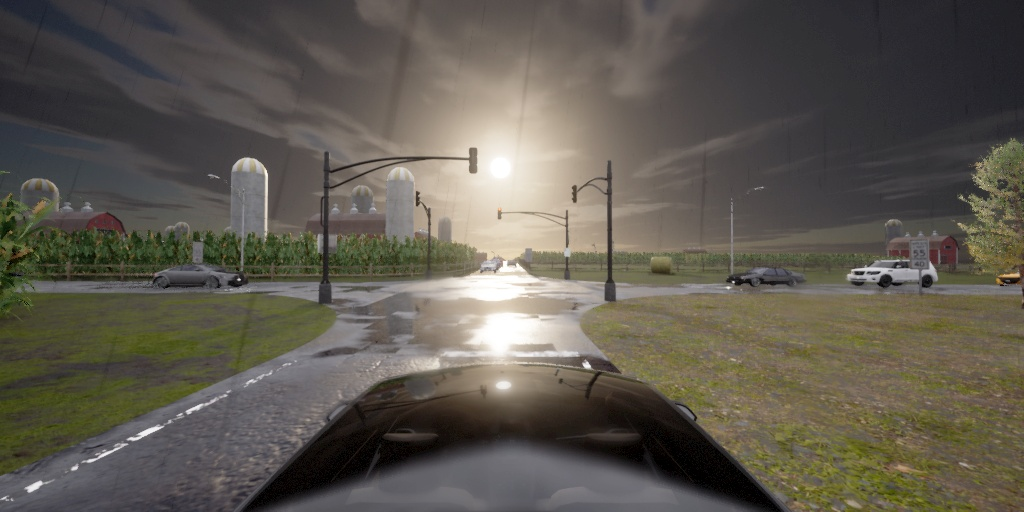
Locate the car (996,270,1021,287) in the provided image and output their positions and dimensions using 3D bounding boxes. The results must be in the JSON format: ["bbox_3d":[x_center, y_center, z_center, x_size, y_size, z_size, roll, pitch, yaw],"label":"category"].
[{"bbox_3d":[40.891,1.666,27.964,5.008,1.535,1.882,0,-1,-5],"label":"car"}]

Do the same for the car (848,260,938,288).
[{"bbox_3d":[28.655,1.291,27.050,5.566,2.045,2.150,1,-1,-4],"label":"car"}]

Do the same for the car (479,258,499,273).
[{"bbox_3d":[-2.827,1.312,43.405,1.812,1.442,4.674,0,0,-1],"label":"car"}]

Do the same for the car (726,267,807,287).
[{"bbox_3d":[18.670,1.525,26.339,5.357,1.411,2.033,1,-1,-8],"label":"car"}]

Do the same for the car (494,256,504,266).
[{"bbox_3d":[-2.904,1.295,62.584,1.882,1.535,5.008,0,0,0],"label":"car"}]

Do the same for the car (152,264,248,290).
[{"bbox_3d":[-17.487,1.146,20.248,4.181,1.385,1.994,0,-1,-3],"label":"car"}]

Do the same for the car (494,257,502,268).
[{"bbox_3d":[-2.883,1.325,52.563,1.812,1.442,4.674,0,0,0],"label":"car"}]

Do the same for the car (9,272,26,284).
[{"bbox_3d":[-29.911,1.083,19.538,4.718,1.301,1.895,0,-1,-3],"label":"car"}]
